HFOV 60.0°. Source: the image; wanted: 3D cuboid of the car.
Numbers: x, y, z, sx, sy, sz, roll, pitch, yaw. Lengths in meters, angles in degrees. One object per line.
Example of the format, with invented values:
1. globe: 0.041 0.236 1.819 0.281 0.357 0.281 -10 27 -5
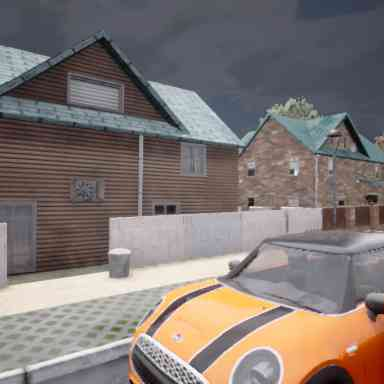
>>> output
1. car: 1.535 1.353 4.174 4.553 1.767 2.097 0 0 -36
